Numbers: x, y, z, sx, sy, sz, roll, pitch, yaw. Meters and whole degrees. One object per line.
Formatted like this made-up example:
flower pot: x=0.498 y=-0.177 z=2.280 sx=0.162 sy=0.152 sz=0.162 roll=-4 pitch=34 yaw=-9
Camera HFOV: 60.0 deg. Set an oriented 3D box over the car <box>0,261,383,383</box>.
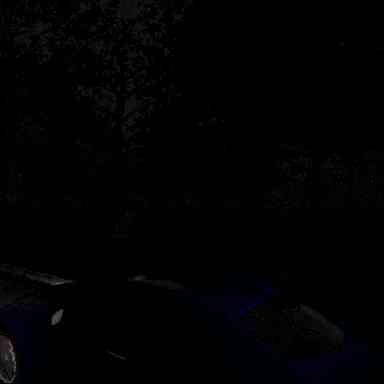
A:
car: x=-0.351 y=1.527 z=3.617 sx=4.674 sy=1.442 sz=1.812 roll=0 pitch=0 yaw=35
